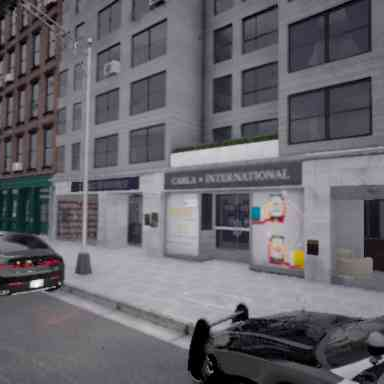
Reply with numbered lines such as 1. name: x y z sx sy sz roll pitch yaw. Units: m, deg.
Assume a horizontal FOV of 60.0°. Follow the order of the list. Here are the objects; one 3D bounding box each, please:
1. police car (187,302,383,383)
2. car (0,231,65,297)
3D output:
1. police car: 2.210 1.588 2.535 5.238 1.638 1.930 -1 -3 41
2. car: -5.276 1.828 8.995 4.892 1.490 1.837 -1 -3 41
